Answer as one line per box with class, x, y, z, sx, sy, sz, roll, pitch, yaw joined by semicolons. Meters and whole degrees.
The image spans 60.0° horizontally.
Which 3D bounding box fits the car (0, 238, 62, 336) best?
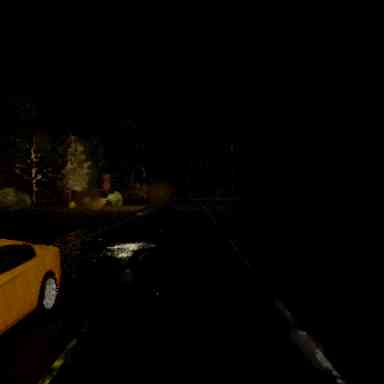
car;-3.598;1.478;4.805;1.882;1.535;5.008;0;0;0
